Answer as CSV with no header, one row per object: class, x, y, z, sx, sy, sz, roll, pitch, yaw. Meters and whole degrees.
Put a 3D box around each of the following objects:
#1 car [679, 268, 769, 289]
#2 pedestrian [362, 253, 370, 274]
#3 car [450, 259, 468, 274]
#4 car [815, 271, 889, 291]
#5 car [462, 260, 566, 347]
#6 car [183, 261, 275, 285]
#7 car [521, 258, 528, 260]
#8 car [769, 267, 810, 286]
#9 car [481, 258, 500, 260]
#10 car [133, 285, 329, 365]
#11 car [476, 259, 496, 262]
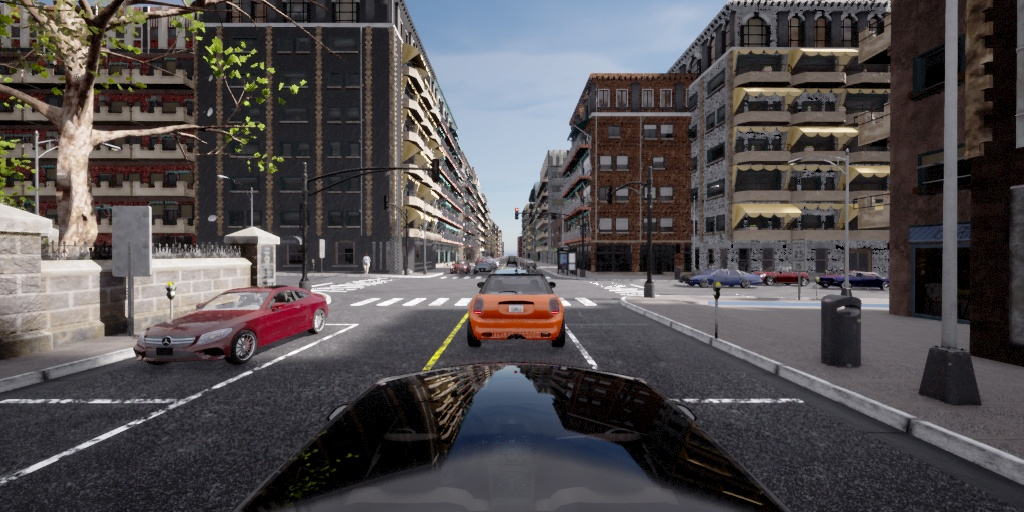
car,15.215,1.584,26.214,5.357,1.411,2.033,1,0,-1
pedestrian,-12.754,0.651,31.367,0.375,1.860,0.375,0,-1,-1
car,-5.743,1.187,40.385,1.967,1.591,4.097,0,0,0
car,25.248,1.815,26.347,4.718,1.301,1.895,1,0,-1
car,0.116,1.101,9.484,2.097,1.767,4.553,0,0,1
car,-17.677,1.034,22.569,4.181,1.385,1.994,1,0,-1
car,2.622,1.298,51.668,2.007,1.370,4.403,0,0,0
car,21.343,1.571,28.859,4.097,1.591,1.967,0,0,-1
car,-3.155,1.312,49.954,1.994,1.385,4.181,0,0,0
car,-5.697,1.331,7.974,1.802,1.307,4.207,0,0,0
car,-3.144,1.312,39.776,1.994,1.385,4.181,0,0,0
